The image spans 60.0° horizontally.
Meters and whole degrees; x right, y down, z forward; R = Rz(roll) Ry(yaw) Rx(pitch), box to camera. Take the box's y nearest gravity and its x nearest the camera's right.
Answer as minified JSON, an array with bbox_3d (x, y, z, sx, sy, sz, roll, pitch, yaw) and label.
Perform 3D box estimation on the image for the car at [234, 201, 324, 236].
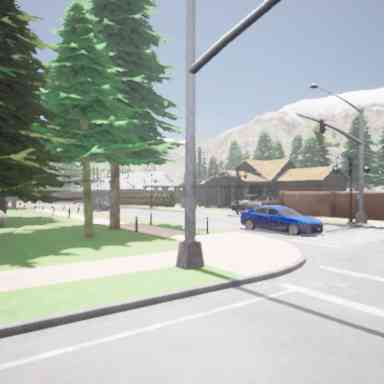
[{"bbox_3d":[4.962,1.544,18.874,1.882,1.535,5.008,0,1,-37],"label":"car"}]

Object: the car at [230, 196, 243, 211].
[{"bbox_3d":[6.314,1.249,37.881,3.866,1.878,1.905,0,0,-37],"label":"car"}]

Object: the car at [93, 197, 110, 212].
[{"bbox_3d":[-10.262,1.371,39.452,2.097,1.767,4.553,0,0,-36],"label":"car"}]

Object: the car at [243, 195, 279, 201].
[{"bbox_3d":[8.132,1.248,36.101,4.605,1.855,1.932,0,0,-37],"label":"car"}]
